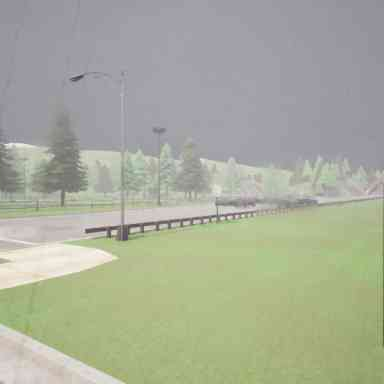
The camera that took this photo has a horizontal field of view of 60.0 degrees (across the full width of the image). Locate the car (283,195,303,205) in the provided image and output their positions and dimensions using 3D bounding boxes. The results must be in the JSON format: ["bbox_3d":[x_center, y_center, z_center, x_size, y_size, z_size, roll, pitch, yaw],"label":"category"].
[{"bbox_3d":[17.602,1.352,57.900,2.097,1.767,4.553,0,0,35],"label":"car"}]

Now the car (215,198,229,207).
[{"bbox_3d":[5.390,1.564,52.719,1.994,1.385,4.181,0,0,35],"label":"car"}]

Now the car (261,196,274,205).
[{"bbox_3d":[13.919,1.492,58.913,2.128,1.511,4.902,0,0,35],"label":"car"}]

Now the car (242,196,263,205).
[{"bbox_3d":[11.051,1.478,60.919,1.882,1.535,5.008,0,0,35],"label":"car"}]

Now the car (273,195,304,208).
[{"bbox_3d":[13.319,1.505,45.761,1.837,1.490,4.892,0,0,35],"label":"car"}]

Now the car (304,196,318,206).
[{"bbox_3d":[19.181,1.505,54.223,1.837,1.490,4.892,0,0,35],"label":"car"}]

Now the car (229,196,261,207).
[{"bbox_3d":[8.087,1.491,50.483,2.128,1.511,4.902,0,0,35],"label":"car"}]

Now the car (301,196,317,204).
[{"bbox_3d":[23.097,1.526,65.753,1.812,1.442,4.674,0,0,35],"label":"car"}]
